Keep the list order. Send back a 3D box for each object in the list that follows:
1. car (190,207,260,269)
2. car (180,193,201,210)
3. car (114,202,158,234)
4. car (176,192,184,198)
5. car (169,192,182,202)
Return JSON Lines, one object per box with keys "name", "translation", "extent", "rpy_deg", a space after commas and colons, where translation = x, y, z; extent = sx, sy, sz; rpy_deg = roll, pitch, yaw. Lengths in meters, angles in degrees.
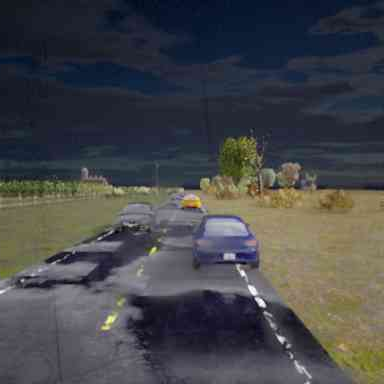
{"name": "car", "translation": [0.929, 1.424, 10.596], "extent": [1.812, 1.442, 4.674], "rpy_deg": [0, 1, 0]}
{"name": "car", "translation": [-0.050, 1.121, 37.532], "extent": [1.882, 1.535, 5.008], "rpy_deg": [0, 1, 0]}
{"name": "car", "translation": [-2.909, 1.332, 18.139], "extent": [1.837, 1.490, 4.892], "rpy_deg": [0, 1, 0]}
{"name": "car", "translation": [-3.027, 0.781, 85.585], "extent": [2.033, 1.411, 5.357], "rpy_deg": [0, 0, 0]}
{"name": "car", "translation": [-2.993, 0.932, 60.408], "extent": [1.837, 1.490, 4.892], "rpy_deg": [0, 1, 0]}
